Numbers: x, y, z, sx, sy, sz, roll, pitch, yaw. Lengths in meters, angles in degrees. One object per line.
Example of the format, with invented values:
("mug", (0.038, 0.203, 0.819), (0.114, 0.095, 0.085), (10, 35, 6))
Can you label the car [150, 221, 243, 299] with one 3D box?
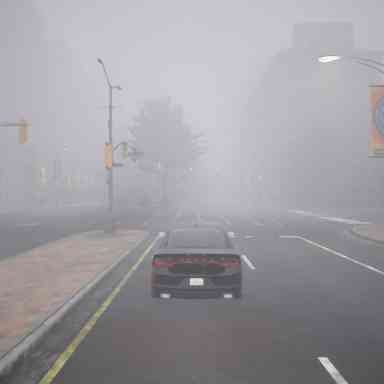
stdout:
("car", (0.114, 1.478, 8.512), (1.882, 1.535, 5.008), (0, 0, 1))

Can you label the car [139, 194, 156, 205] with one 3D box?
("car", (-7.843, 1.505, 56.523), (1.837, 1.490, 4.892), (0, 0, 1))

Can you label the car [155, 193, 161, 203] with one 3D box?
("car", (-7.756, 1.526, 65.782), (1.812, 1.442, 4.674), (0, 0, 1))

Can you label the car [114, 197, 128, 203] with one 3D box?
("car", (-14.463, 1.595, 67.895), (1.895, 1.301, 4.718), (0, 0, 0))

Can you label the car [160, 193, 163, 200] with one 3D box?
("car", (-7.676, 1.225, 76.533), (2.150, 2.045, 5.566), (0, 0, 0))
